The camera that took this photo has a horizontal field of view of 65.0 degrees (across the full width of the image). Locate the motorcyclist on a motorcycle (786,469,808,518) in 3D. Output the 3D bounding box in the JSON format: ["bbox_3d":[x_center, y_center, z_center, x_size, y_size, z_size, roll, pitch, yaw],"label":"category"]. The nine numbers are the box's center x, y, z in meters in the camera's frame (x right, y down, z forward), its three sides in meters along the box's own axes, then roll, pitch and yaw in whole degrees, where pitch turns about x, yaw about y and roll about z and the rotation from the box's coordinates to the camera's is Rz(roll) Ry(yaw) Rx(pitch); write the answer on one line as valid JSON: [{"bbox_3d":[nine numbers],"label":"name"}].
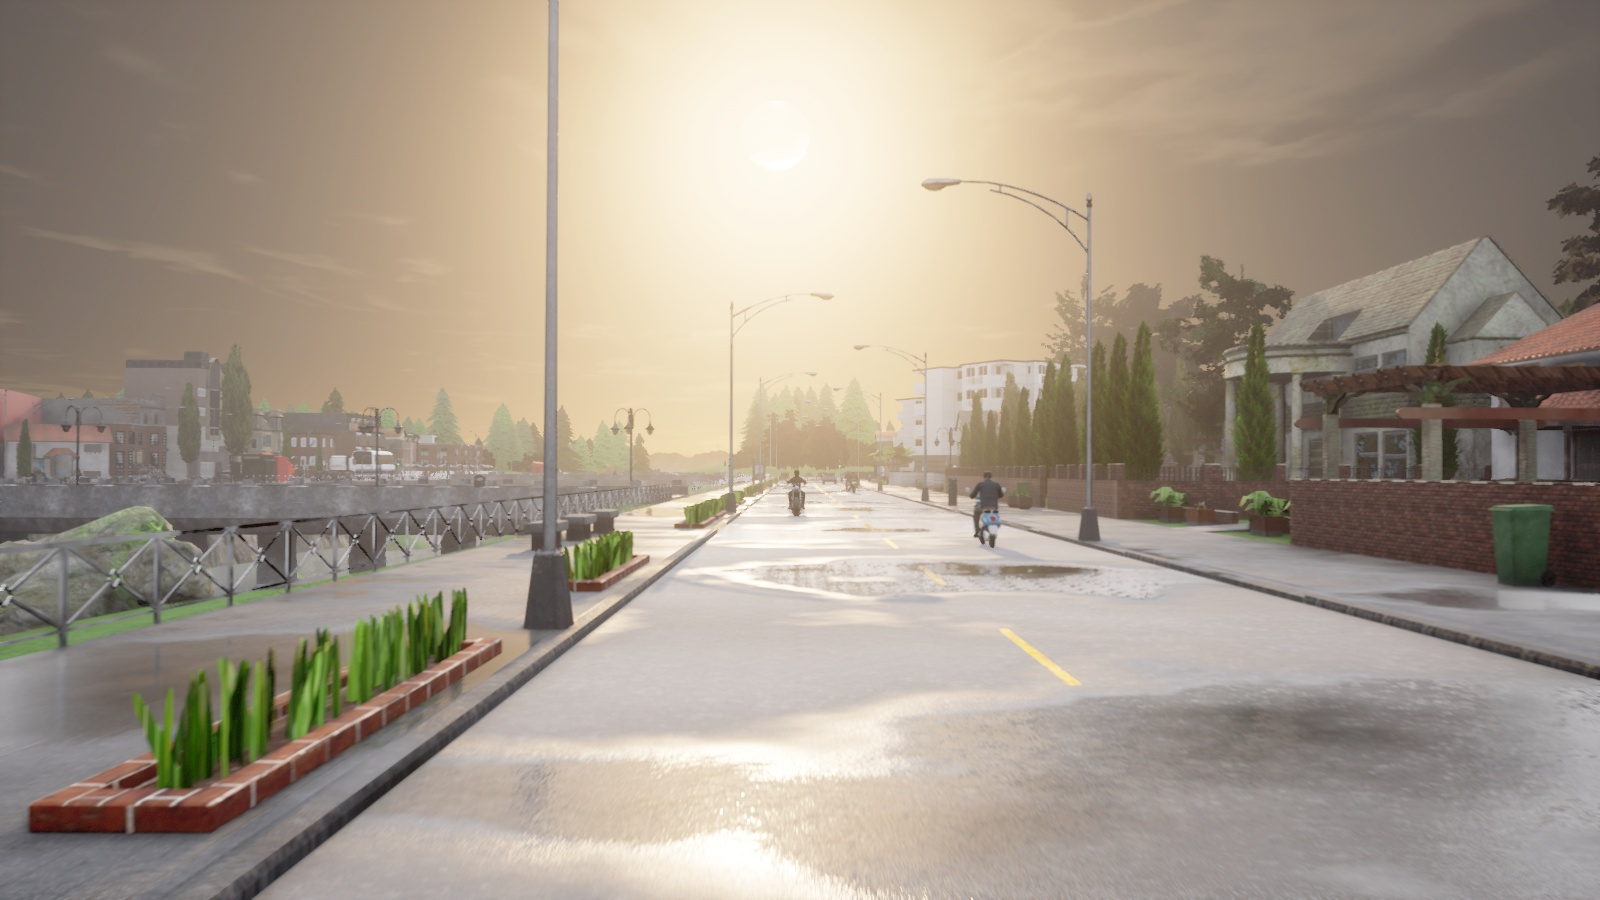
[{"bbox_3d":[-0.103,1.497,43.682,0.766,1.649,2.350,0,-1,0],"label":"motorcyclist on a motorcycle"}]

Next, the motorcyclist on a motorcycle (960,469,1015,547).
[{"bbox_3d":[3.938,1.196,26.493,0.866,1.590,1.817,0,-1,0],"label":"motorcyclist on a motorcycle"}]
